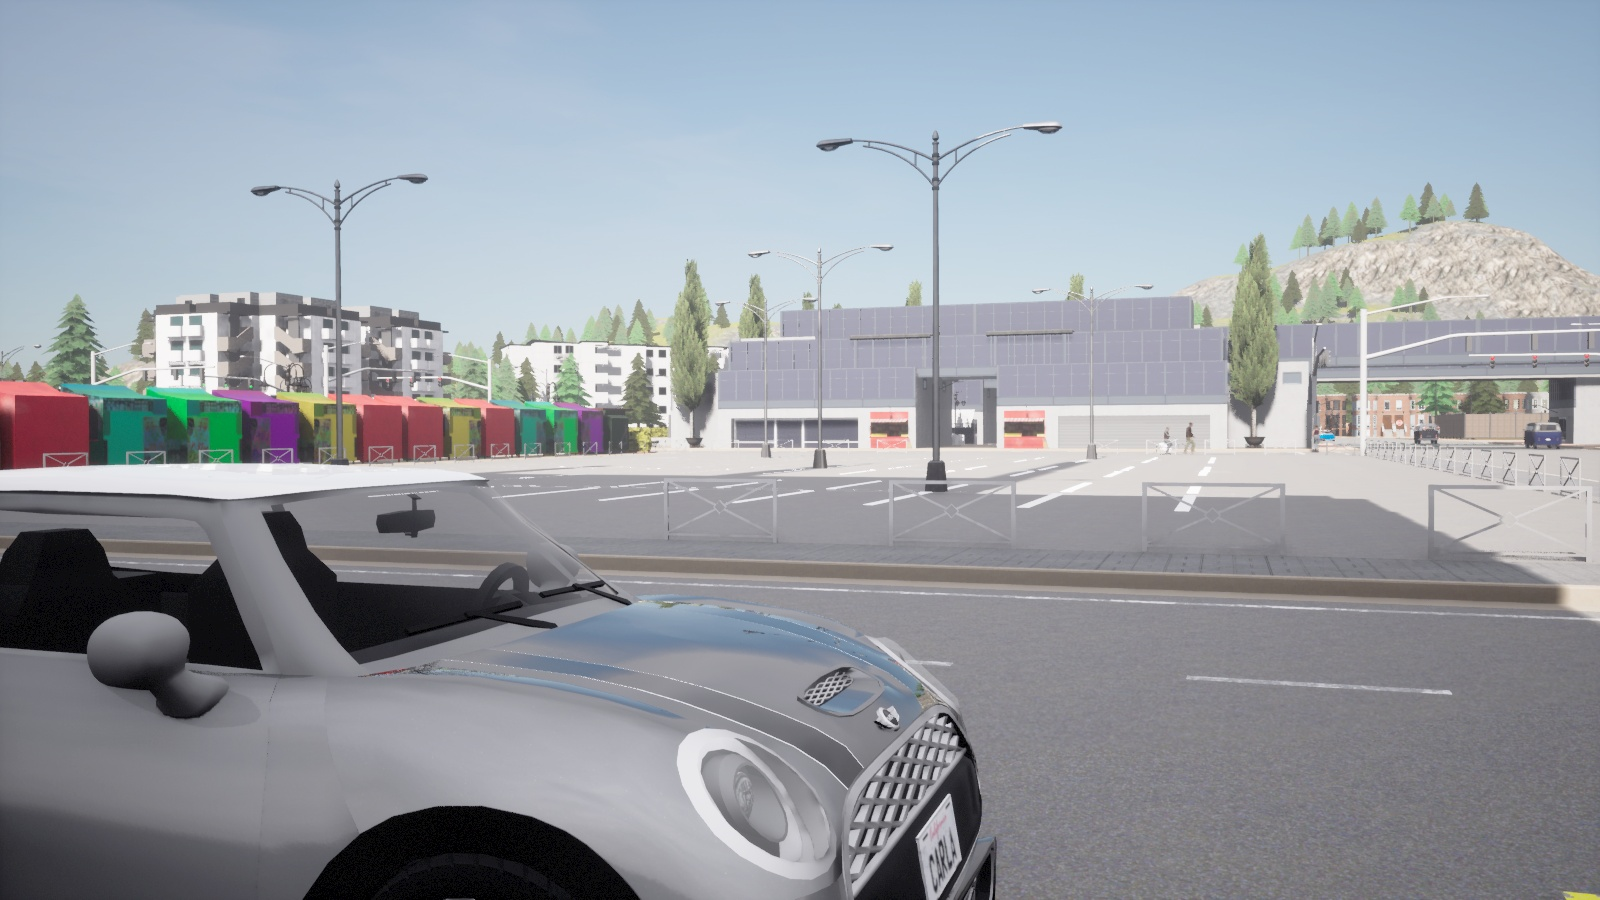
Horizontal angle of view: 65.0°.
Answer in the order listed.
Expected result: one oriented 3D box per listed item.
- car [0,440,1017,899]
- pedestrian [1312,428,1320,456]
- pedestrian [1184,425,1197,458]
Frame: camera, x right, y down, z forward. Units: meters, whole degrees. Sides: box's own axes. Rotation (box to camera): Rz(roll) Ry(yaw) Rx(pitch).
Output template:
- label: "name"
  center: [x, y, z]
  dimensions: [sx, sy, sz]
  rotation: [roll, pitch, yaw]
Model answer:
- label: "car"
  center: [-1.428, 0.728, 3.672]
  dimensions: [3.806, 1.475, 1.970]
  rotation: [1, 1, 18]
- label: "pedestrian"
  center: [34.097, -0.540, 82.943]
  dimensions: [0.345, 1.836, 0.594]
  rotation: [0, 1, 11]
- label: "pedestrian"
  center: [21.927, -0.506, 70.473]
  dimensions: [0.703, 1.840, 0.431]
  rotation: [1, 1, 18]
